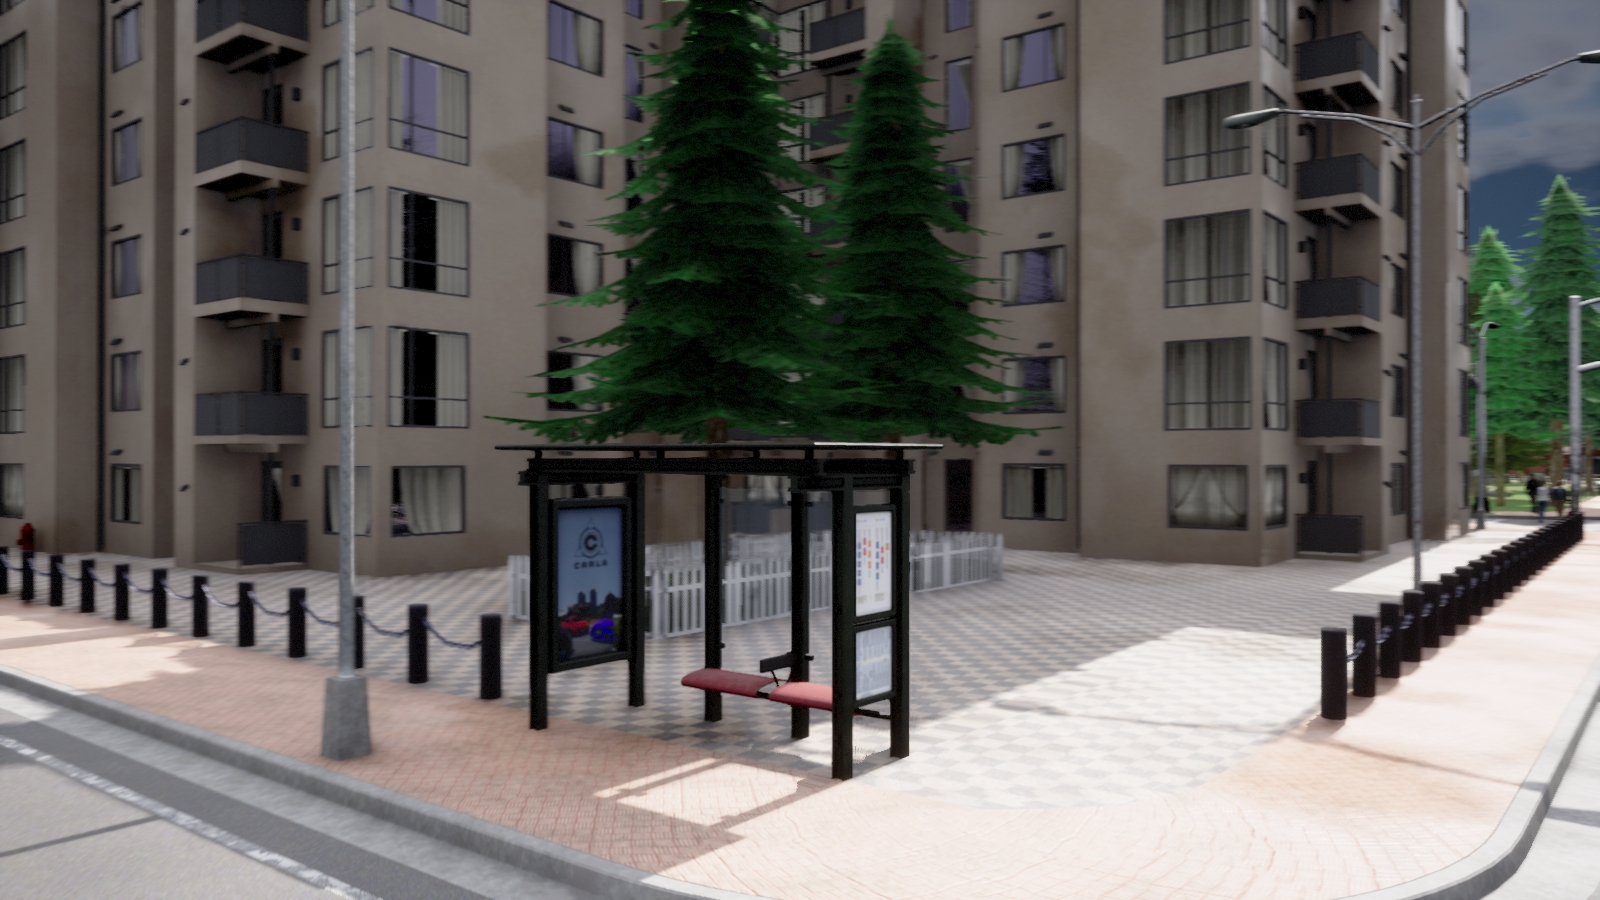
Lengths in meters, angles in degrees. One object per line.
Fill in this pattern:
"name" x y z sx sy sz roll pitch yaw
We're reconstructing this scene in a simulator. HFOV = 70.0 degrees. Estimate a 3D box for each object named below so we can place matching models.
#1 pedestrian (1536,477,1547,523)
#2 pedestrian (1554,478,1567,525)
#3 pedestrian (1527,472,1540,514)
"pedestrian" 30.486 2.046 46.990 0.375 1.860 0.375 0 0 35
"pedestrian" 30.157 2.038 45.313 0.375 1.860 0.375 0 0 39
"pedestrian" 32.697 1.909 50.912 0.375 1.860 0.375 0 0 -38
